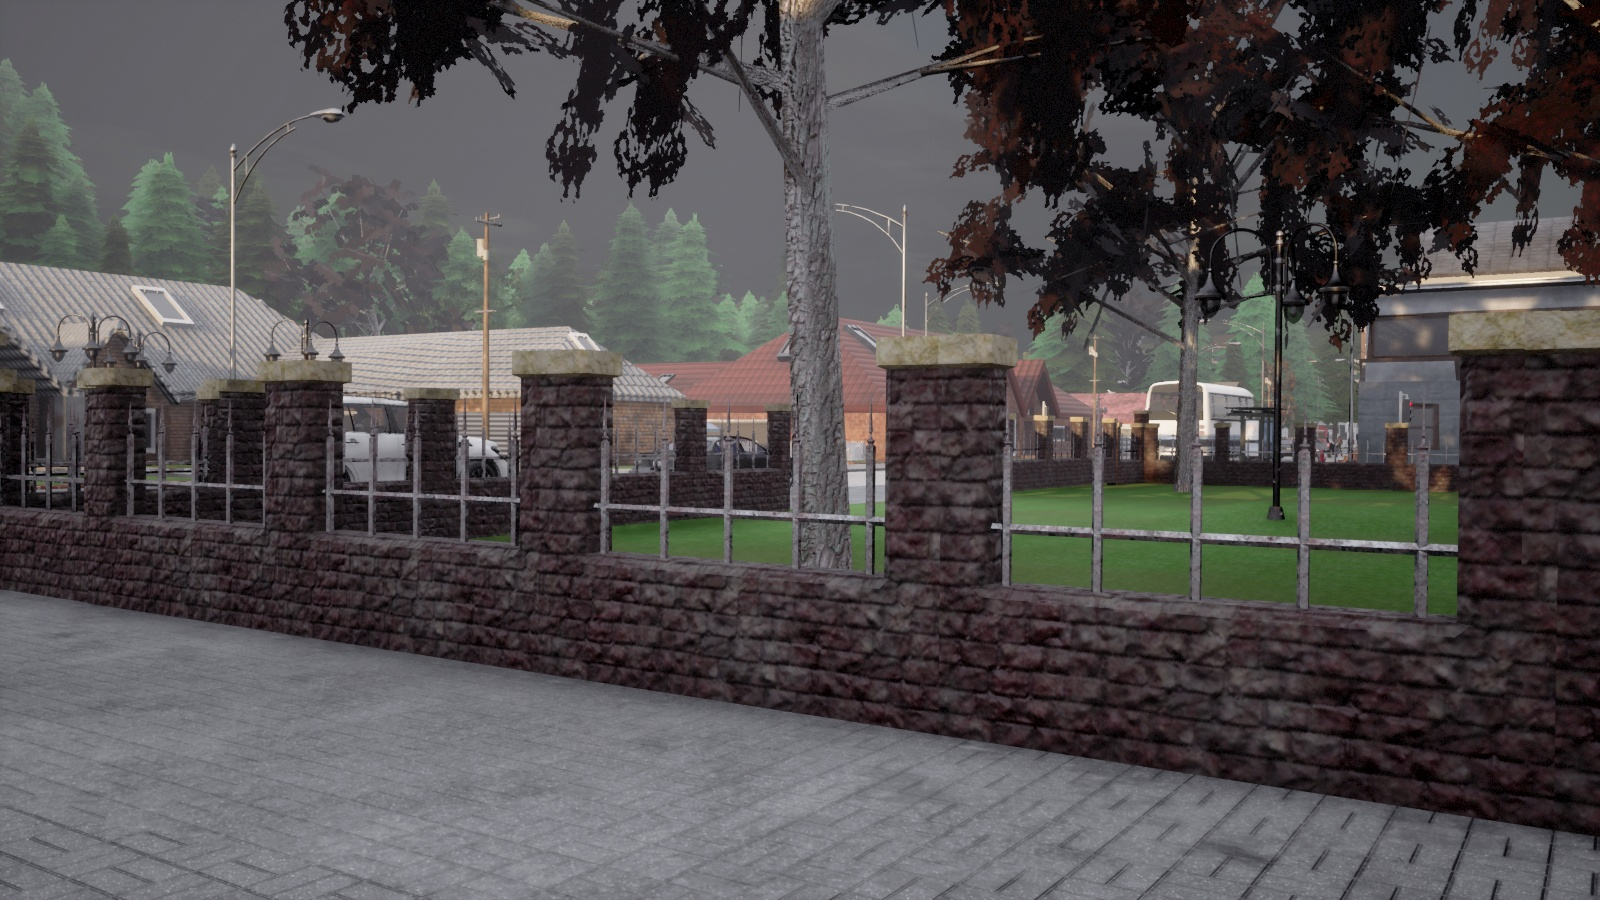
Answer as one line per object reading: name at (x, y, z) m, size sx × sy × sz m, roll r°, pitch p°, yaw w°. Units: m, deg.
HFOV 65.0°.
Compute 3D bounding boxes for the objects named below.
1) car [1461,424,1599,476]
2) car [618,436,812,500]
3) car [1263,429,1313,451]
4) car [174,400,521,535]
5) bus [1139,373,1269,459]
car at (23.066, -0.023, 38.337) m, size 5.008 × 1.535 × 1.882 m, roll 0°, pitch 1°, yaw 30°
car at (-1.944, 0.375, 30.879) m, size 2.033 × 1.411 × 5.357 m, roll 0°, pitch 1°, yaw 31°
car at (32.511, -0.657, 83.642) m, size 2.033 × 1.411 × 5.357 m, roll 0°, pitch 1°, yaw 33°
car at (-7.683, 0.219, 22.017) m, size 2.150 × 2.045 × 5.566 m, roll 0°, pitch 1°, yaw 32°
bus at (21.856, -1.764, 67.425) m, size 3.944 × 4.253 × 10.273 m, roll 0°, pitch 1°, yaw 34°
